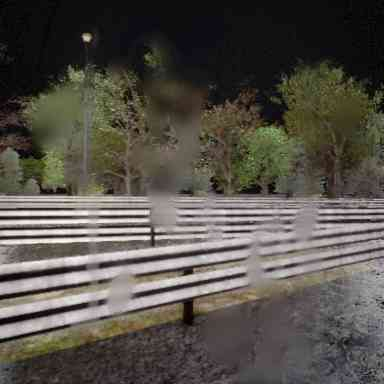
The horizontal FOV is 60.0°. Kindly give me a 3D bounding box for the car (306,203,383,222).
[{"bbox_3d":[8.407,1.279,18.188,4.181,1.385,1.994,1,0,-18],"label":"car"}]
